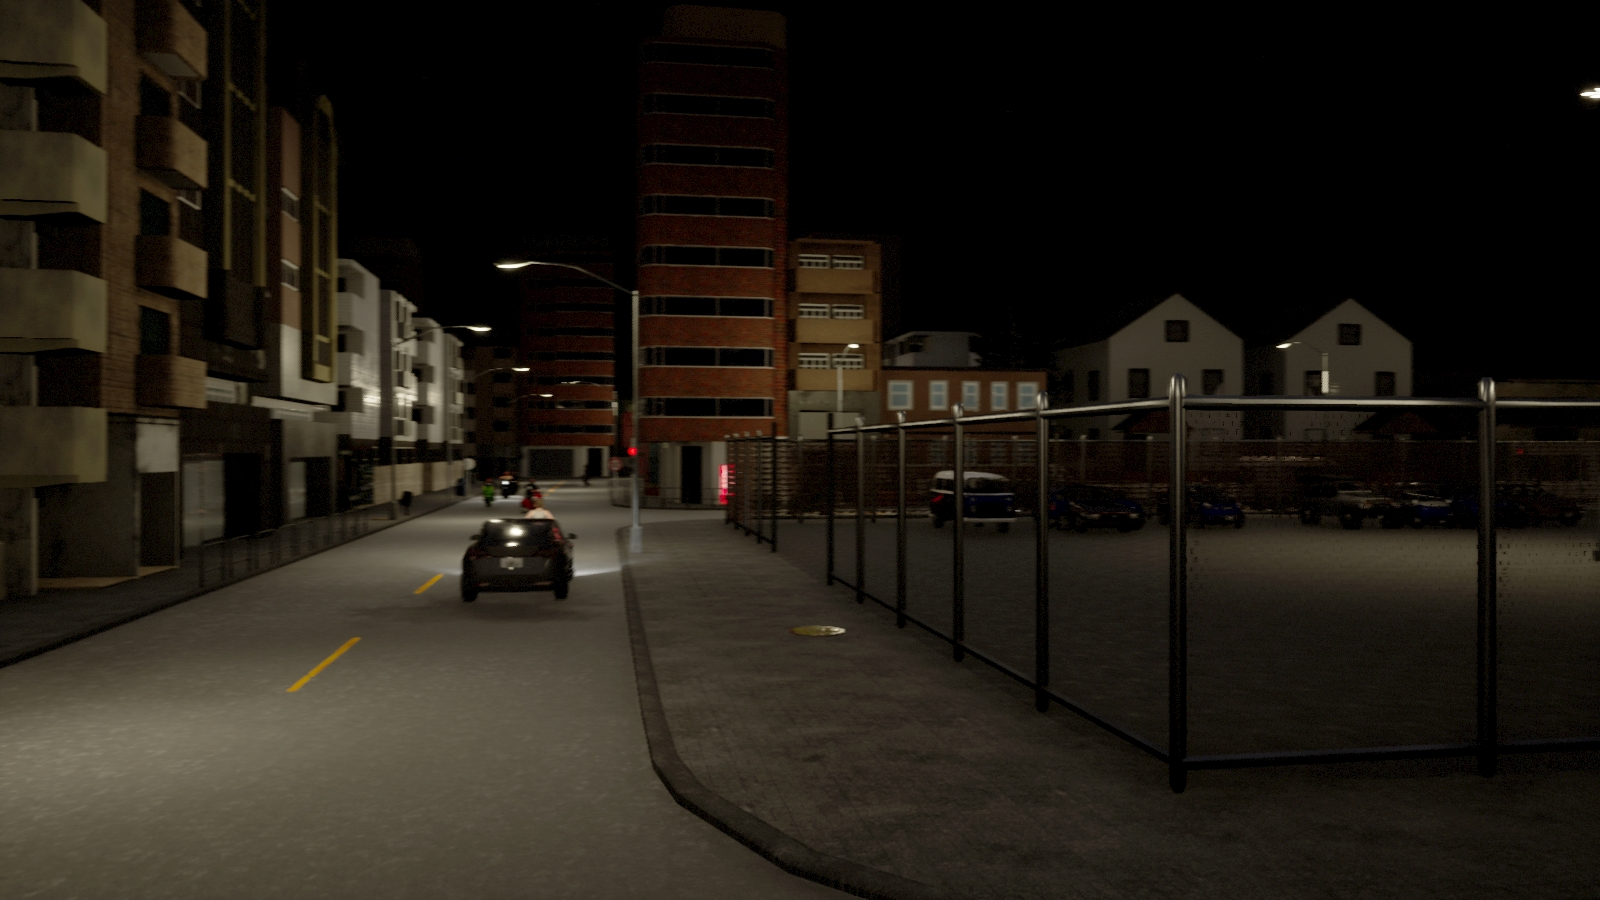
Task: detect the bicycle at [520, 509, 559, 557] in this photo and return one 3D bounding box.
[{"bbox_3d":[-6.476,2.056,28.436,0.859,1.080,1.487,0,0,-10],"label":"bicycle"}]

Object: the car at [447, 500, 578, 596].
[{"bbox_3d":[-5.597,1.859,22.839,2.163,1.488,4.792,0,0,-9],"label":"car"}]

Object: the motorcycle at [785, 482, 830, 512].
[{"bbox_3d":[0.305,1.999,48.577,1.805,1.236,0.856,0,0,-8],"label":"motorcycle"}]
